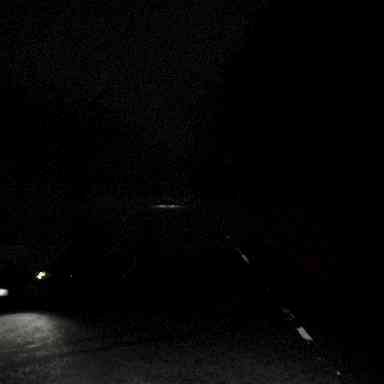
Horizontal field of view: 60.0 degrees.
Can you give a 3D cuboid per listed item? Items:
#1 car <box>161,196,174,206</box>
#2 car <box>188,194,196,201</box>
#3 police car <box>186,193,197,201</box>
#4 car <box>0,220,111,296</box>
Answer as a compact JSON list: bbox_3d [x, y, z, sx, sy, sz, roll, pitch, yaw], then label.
[{"bbox_3d":[-3.887,1.385,53.106,1.812,1.442,4.674,0,0,0],"label":"car"},{"bbox_3d":[-0.032,1.454,89.298,1.801,1.575,5.366,-1,0,-2],"label":"car"},{"bbox_3d":[0.236,1.365,79.208,1.930,1.638,5.238,0,0,-1],"label":"police car"},{"bbox_3d":[-3.600,1.496,8.935,2.033,1.411,5.357,0,0,0],"label":"car"}]
